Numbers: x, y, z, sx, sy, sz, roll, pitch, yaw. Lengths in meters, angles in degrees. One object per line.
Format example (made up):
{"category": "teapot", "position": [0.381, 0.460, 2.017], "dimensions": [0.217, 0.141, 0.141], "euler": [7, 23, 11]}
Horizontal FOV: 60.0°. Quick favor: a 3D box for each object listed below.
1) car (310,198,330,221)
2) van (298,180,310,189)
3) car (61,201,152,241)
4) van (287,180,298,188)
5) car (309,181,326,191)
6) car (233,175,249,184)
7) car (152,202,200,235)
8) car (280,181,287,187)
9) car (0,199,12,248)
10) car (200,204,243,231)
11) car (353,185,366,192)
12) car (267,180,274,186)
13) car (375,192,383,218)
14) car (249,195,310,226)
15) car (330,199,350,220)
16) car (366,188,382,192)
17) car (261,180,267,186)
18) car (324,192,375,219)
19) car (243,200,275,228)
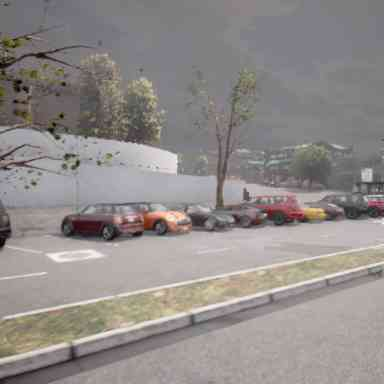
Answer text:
{"category": "car", "position": [7.448, 1.497, 25.728], "dimensions": [5.366, 1.575, 1.946], "euler": [-1, -1, 35]}
{"category": "van", "position": [26.163, -1.493, 74.956], "dimensions": [1.878, 1.987, 4.442], "euler": [7, 4, 35]}
{"category": "car", "position": [-4.597, 1.357, 16.898], "dimensions": [4.553, 1.767, 2.185], "euler": [-1, 0, 35]}
{"category": "van", "position": [24.434, -1.766, 77.427], "dimensions": [1.878, 1.987, 4.442], "euler": [7, 4, 35]}
{"category": "car", "position": [27.923, -0.994, 72.594], "dimensions": [2.231, 1.521, 4.892], "euler": [7, 3, 35]}
{"category": "car", "position": [14.178, -3.178, 92.449], "dimensions": [1.946, 1.575, 5.366], "euler": [7, 3, 34]}
{"category": "car", "position": [-2.202, 1.358, 18.682], "dimensions": [4.553, 1.767, 2.185], "euler": [-1, -1, 34]}
{"category": "car", "position": [22.859, -1.814, 80.158], "dimensions": [1.946, 1.575, 5.366], "euler": [7, 3, 35]}
{"category": "car", "position": [-9.537, 1.241, 13.445], "dimensions": [5.566, 2.045, 2.435], "euler": [-1, 0, 35]}
{"category": "car", "position": [0.264, 1.486, 20.408], "dimensions": [4.892, 1.521, 2.231], "euler": [-1, -1, 35]}
{"category": "car", "position": [33.135, -0.428, 65.209], "dimensions": [2.435, 2.045, 5.566], "euler": [7, 3, 35]}
{"category": "car", "position": [21.027, -2.045, 82.478], "dimensions": [2.002, 1.452, 4.674], "euler": [7, 4, 35]}
{"category": "car", "position": [14.994, 1.262, 30.820], "dimensions": [5.566, 2.045, 2.435], "euler": [-1, -1, 35]}
{"category": "car", "position": [5.128, 1.241, 23.901], "dimensions": [5.566, 2.045, 2.435], "euler": [-1, -1, 35]}
{"category": "car", "position": [10.054, 1.542, 27.357], "dimensions": [4.674, 1.452, 2.002], "euler": [-1, -1, 35]}
{"category": "car", "position": [34.826, 0.134, 62.737], "dimensions": [2.002, 1.452, 4.674], "euler": [7, 3, 35]}
{"category": "car", "position": [19.284, -2.319, 84.939], "dimensions": [2.002, 1.452, 4.674], "euler": [7, 3, 35]}
{"category": "car", "position": [12.481, 1.257, 29.115], "dimensions": [5.566, 2.045, 2.435], "euler": [-1, -1, 35]}
{"category": "car", "position": [2.684, 1.517, 22.155], "dimensions": [4.792, 1.488, 2.163], "euler": [-1, -1, 35]}
